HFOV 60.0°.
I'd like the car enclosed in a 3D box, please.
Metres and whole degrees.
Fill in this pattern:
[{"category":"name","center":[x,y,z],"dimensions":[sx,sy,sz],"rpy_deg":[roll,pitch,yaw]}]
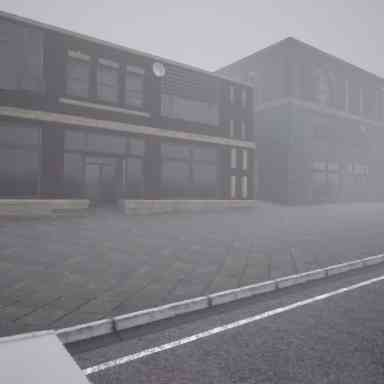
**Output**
[{"category":"car","center":[-2.792,1.601,1.378],"dimensions":[4.718,1.301,1.895],"rpy_deg":[0,0,-36]}]
